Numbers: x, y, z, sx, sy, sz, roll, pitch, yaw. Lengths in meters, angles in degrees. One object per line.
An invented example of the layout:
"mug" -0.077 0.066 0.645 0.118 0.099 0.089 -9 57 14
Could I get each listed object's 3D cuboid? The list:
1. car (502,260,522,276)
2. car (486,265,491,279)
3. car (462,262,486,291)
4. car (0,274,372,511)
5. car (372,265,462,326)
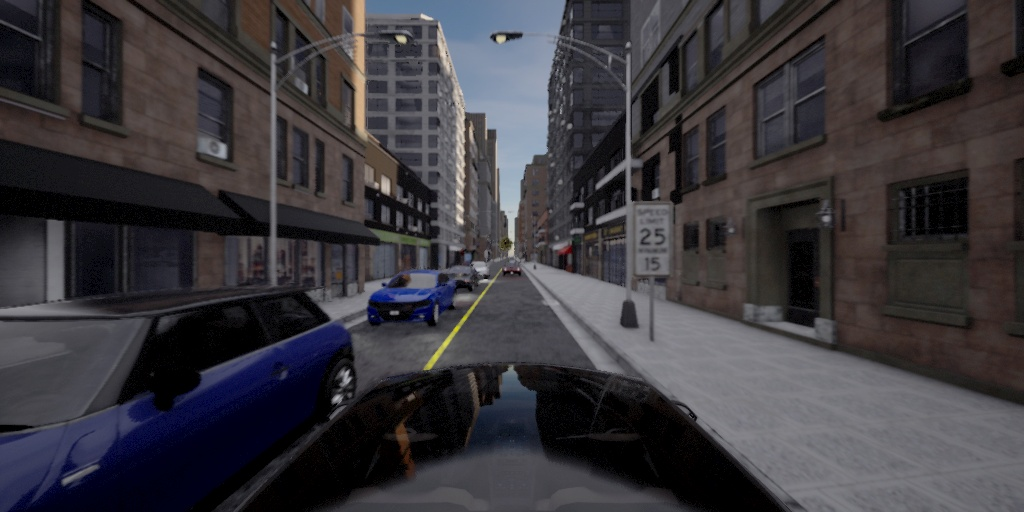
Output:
"car" -0.002 1.292 35.872 1.895 1.301 4.718 0 0 0
"car" -3.003 1.222 31.983 1.812 1.442 4.674 0 0 0
"car" -3.021 1.260 21.708 2.033 1.411 5.357 0 0 1
"car" -3.102 1.100 2.740 2.097 1.767 4.553 0 0 2
"car" -3.053 1.208 11.856 1.882 1.535 5.008 0 0 0
